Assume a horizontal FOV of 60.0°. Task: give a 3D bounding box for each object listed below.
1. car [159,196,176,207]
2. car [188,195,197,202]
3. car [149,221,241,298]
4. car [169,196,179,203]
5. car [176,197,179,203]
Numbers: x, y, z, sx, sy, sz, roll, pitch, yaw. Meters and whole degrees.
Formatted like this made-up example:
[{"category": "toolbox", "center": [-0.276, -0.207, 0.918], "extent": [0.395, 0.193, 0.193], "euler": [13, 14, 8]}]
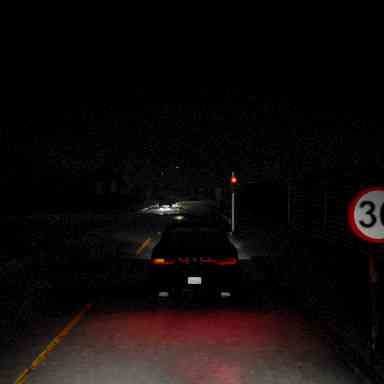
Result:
[{"category": "car", "center": [-3.965, 1.491, 50.921], "extent": [2.128, 1.511, 4.902], "euler": [0, 0, 0]}, {"category": "car", "center": [0.182, 1.339, 71.375], "extent": [1.812, 1.442, 4.674], "euler": [0, 0, 0]}, {"category": "car", "center": [0.073, 1.478, 8.600], "extent": [1.882, 1.535, 5.008], "euler": [0, 0, 1]}, {"category": "car", "center": [-3.820, 1.595, 70.453], "extent": [1.895, 1.301, 4.718], "euler": [0, 0, 0]}, {"category": "car", "center": [-3.918, 1.492, 60.401], "extent": [2.128, 1.511, 4.902], "euler": [0, 0, 0]}]
